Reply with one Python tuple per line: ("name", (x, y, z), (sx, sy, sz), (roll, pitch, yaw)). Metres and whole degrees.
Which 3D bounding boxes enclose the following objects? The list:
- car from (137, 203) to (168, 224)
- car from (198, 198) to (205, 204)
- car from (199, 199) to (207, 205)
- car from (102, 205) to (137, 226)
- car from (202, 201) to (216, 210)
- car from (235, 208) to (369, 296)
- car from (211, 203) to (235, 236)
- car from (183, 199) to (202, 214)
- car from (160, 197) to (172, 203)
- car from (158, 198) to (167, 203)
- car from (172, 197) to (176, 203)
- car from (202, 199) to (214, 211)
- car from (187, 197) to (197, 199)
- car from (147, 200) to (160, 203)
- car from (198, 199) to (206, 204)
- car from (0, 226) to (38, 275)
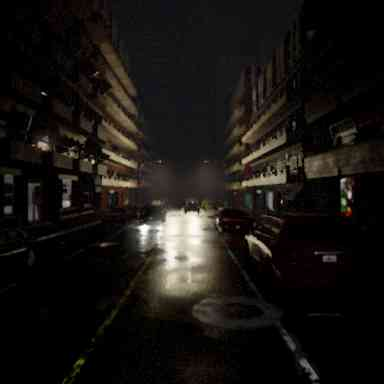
("car", (-3.092, 1.838, 27.160), (1.994, 1.385, 4.181), (0, -1, 0))
("car", (2.698, 2.467, 93.052), (1.752, 1.417, 4.829), (-1, -1, 0))
("car", (2.696, 2.392, 81.678), (1.947, 1.339, 4.313), (-1, -1, 0))
("car", (-5.695, 1.842, 25.691), (1.802, 1.307, 4.206), (-1, -1, 0))
("car", (2.690, 2.107, 53.669), (1.947, 1.339, 4.313), (-1, -1, 0))
("car", (2.679, 1.405, 8.858), (2.192, 1.841, 5.009), (-1, -1, 0))
("car", (2.366, 1.677, 19.691), (1.882, 1.535, 5.008), (0, -1, 0))
("car", (0.044, 1.942, 41.270), (1.812, 1.442, 4.674), (0, 0, 0))
("car", (-5.691, 1.971, 64.906), (2.192, 1.841, 5.009), (-1, -1, 0))
("car", (-5.690, 2.093, 53.700), (2.008, 1.369, 4.403), (-1, -1, 0))
("car", (-5.683, 2.492, 92.912), (2.008, 1.369, 4.403), (-1, -1, 0))
("car", (2.689, 2.012, 48.238), (1.752, 1.417, 4.829), (-1, -1, 0))
("car", (0.011, 1.779, 55.277), (2.150, 2.045, 5.566), (0, -1, 0))
("car", (-5.692, 1.980, 42.497), (2.008, 1.369, 4.403), (-1, -1, 0))
("car", (2.696, 2.434, 87.281), (2.008, 1.369, 4.403), (-1, -1, 0))
("car", (-5.705, 1.642, 8.886), (2.008, 1.369, 4.403), (-1, -1, 0))
